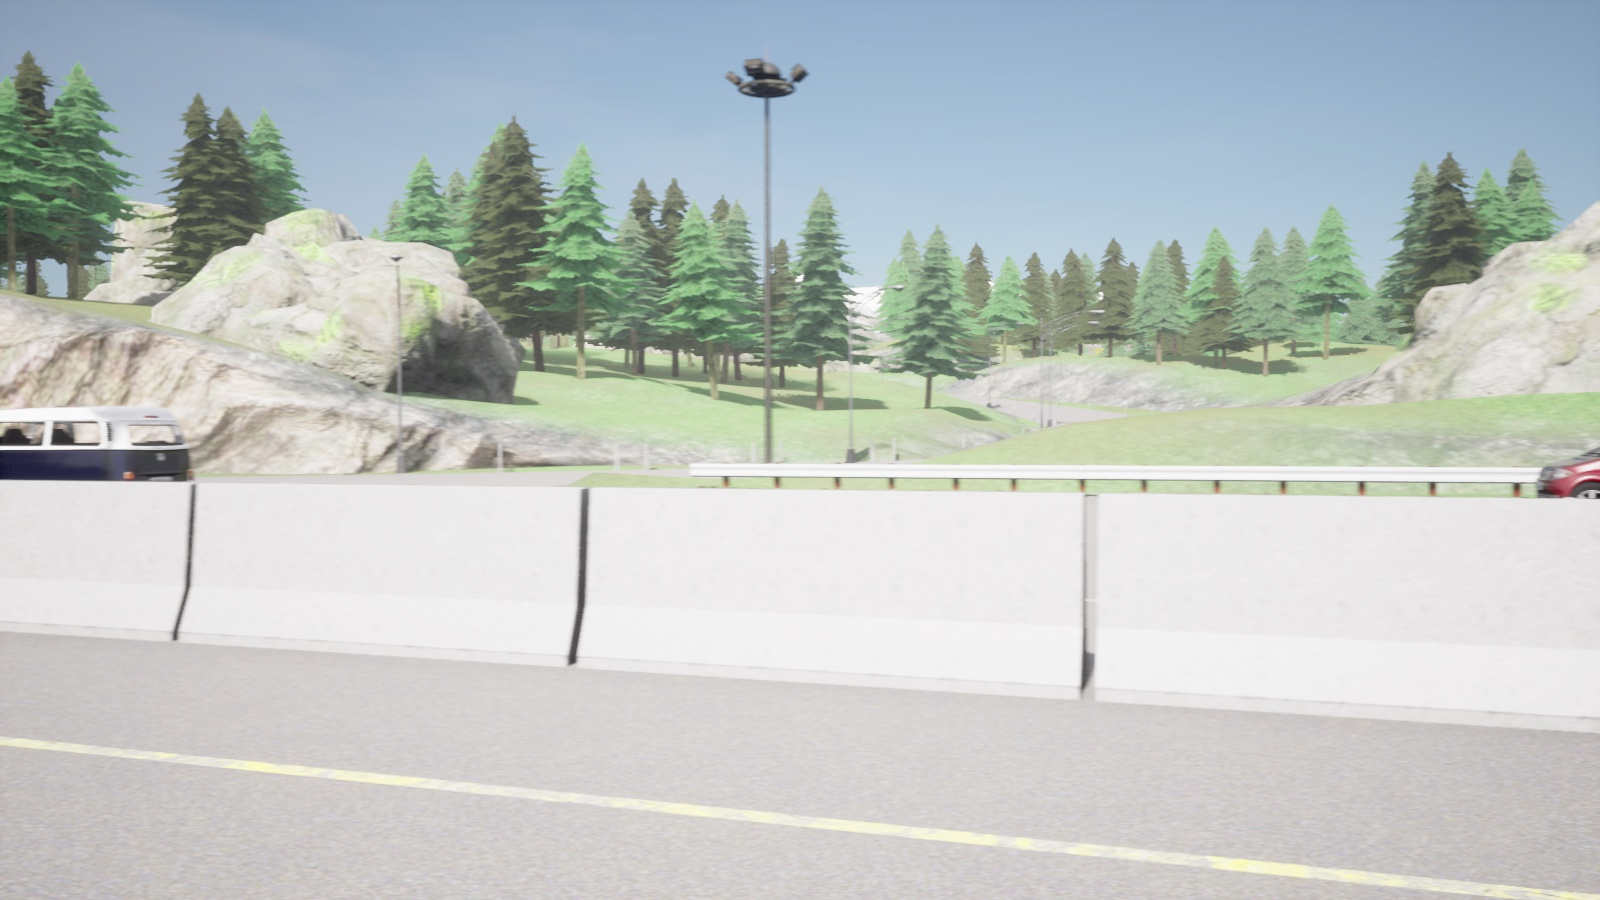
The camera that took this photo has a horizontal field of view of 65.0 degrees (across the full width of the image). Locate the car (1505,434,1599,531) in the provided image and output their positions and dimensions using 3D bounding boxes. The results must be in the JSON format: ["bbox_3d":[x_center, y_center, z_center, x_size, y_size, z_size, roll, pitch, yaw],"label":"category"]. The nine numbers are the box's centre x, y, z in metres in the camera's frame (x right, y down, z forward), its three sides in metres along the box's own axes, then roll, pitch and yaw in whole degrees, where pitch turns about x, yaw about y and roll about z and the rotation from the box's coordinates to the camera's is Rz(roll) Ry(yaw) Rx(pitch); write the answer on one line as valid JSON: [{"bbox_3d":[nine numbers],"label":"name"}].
[{"bbox_3d":[13.895,0.523,20.673,3.705,1.549,1.789,1,1,19],"label":"car"}]

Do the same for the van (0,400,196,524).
[{"bbox_3d":[-13.376,0.154,22.458,4.480,2.038,2.069,1,1,19],"label":"van"}]
